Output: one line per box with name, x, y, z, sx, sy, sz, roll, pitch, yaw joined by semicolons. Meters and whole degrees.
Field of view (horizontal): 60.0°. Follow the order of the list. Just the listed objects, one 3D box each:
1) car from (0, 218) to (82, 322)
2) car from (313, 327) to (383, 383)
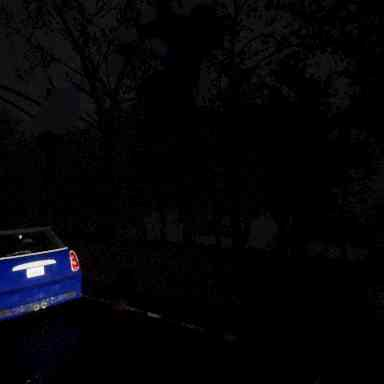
car;-4.340;1.351;6.776;4.553;1.767;2.097;0;0;35
car;2.988;1.601;1.557;4.718;1.301;1.895;0;0;36
